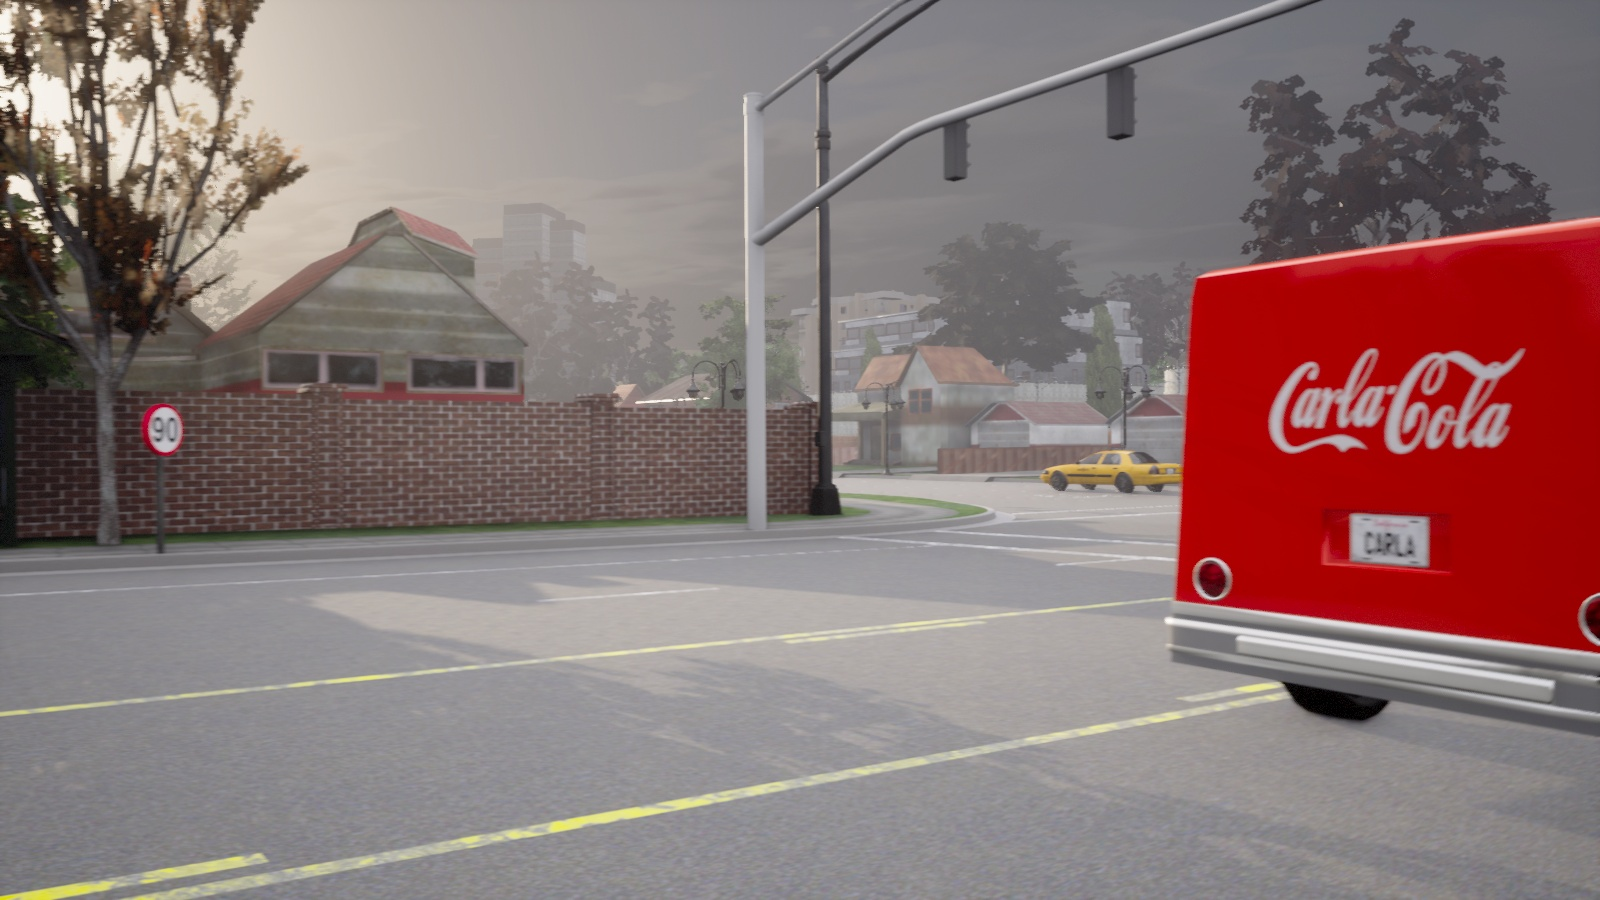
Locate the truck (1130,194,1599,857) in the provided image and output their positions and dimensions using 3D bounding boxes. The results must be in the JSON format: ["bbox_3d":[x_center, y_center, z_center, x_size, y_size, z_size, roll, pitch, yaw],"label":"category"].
[{"bbox_3d":[4.618,0.272,6.901,5.204,2.467,2.627,0,0,-34],"label":"truck"}]

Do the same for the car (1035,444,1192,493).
[{"bbox_3d":[10.793,0.613,43.651,1.801,1.575,5.366,-1,0,-36],"label":"car"}]
